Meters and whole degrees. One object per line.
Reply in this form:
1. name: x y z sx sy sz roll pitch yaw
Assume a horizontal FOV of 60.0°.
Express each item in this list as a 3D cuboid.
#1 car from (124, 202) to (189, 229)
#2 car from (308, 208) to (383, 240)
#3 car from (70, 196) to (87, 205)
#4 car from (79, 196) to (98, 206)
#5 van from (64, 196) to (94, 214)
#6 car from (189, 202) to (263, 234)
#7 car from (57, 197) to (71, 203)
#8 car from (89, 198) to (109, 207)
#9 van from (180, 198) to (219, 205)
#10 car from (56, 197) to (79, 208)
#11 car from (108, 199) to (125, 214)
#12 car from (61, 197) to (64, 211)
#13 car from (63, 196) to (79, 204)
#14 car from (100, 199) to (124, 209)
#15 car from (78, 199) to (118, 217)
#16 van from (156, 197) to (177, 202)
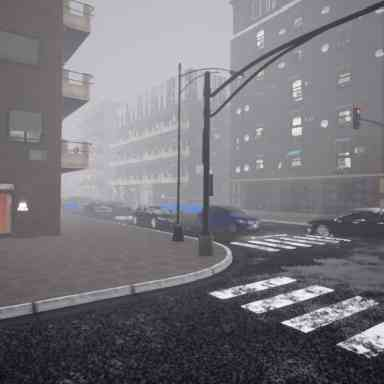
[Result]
1. car: -2.414 1.540 21.623 2.008 1.369 4.403 1 -1 -35
2. car: 8.150 1.540 16.097 4.892 1.490 1.837 -1 4 36
3. car: -21.411 1.606 62.904 1.967 1.590 4.097 1 -1 -35
4. car: -18.227 1.598 58.305 1.967 1.590 4.097 1 -1 -35
5. van: -11.966 1.361 35.423 1.690 1.788 3.998 1 -1 -35
6. car: 2.033 1.538 19.542 1.812 1.442 4.674 1 -1 -34
7. car: -27.782 1.728 72.102 1.887 1.381 4.507 1 -1 -35
8. car: -15.043 1.730 53.704 1.802 1.307 4.206 1 -1 -35
9. van: 0.882 1.440 30.709 1.690 1.788 3.998 1 -1 -35
10. car: -18.629 1.572 49.540 2.128 1.511 4.902 1 -1 -35
11. car: -7.145 1.606 32.792 1.994 1.385 4.181 1 -1 -35
12. car: -15.153 1.581 40.020 2.008 1.369 4.403 1 -1 -35
13. car: -24.596 1.615 67.504 1.967 1.590 4.097 1 -1 -35
14. car: -11.859 1.684 49.106 1.887 1.381 4.507 1 -1 -35
15. car: -8.784 1.592 30.821 1.802 1.307 4.206 1 -1 -35
16. van: -2.303 1.450 35.309 1.690 1.788 3.998 1 -1 -35
